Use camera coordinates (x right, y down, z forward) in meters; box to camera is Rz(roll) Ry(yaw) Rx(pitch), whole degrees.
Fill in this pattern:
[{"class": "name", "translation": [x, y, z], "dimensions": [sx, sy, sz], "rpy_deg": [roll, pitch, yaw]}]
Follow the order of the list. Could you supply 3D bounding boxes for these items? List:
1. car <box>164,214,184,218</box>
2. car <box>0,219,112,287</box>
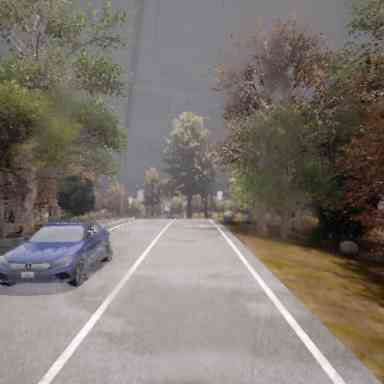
[{"class": "car", "translation": [-4.620, 6.313, 85.744], "dimensions": [4.902, 1.511, 2.128], "rpy_deg": [1, -5, -5]}, {"class": "car", "translation": [-3.599, 1.565, 9.609], "dimensions": [1.812, 1.442, 4.674], "rpy_deg": [0, 0, 0]}]
